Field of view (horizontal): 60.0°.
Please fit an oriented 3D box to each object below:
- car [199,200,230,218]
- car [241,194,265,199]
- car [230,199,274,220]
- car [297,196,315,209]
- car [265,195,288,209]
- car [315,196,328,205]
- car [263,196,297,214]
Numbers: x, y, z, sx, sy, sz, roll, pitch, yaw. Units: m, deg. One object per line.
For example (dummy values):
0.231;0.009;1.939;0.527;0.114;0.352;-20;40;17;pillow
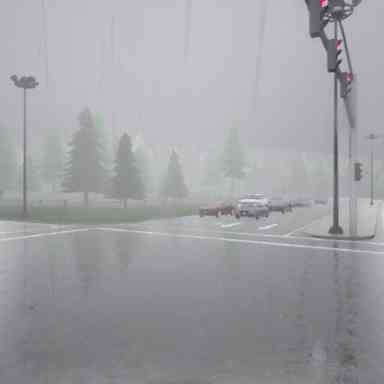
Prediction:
2.389;1.505;30.776;1.882;1.535;5.008;0;0;30;car
7.297;1.254;39.423;2.150;2.045;5.566;0;0;29;car
5.269;1.588;28.817;1.994;1.385;4.181;0;0;30;car
15.448;1.600;46.697;1.994;1.385;4.181;0;0;29;car
12.297;1.390;48.227;2.097;1.767;4.553;0;0;30;car
23.567;1.574;60.629;1.837;1.490;4.892;0;0;31;car
9.683;1.507;36.548;1.882;1.535;5.008;0;0;30;car
